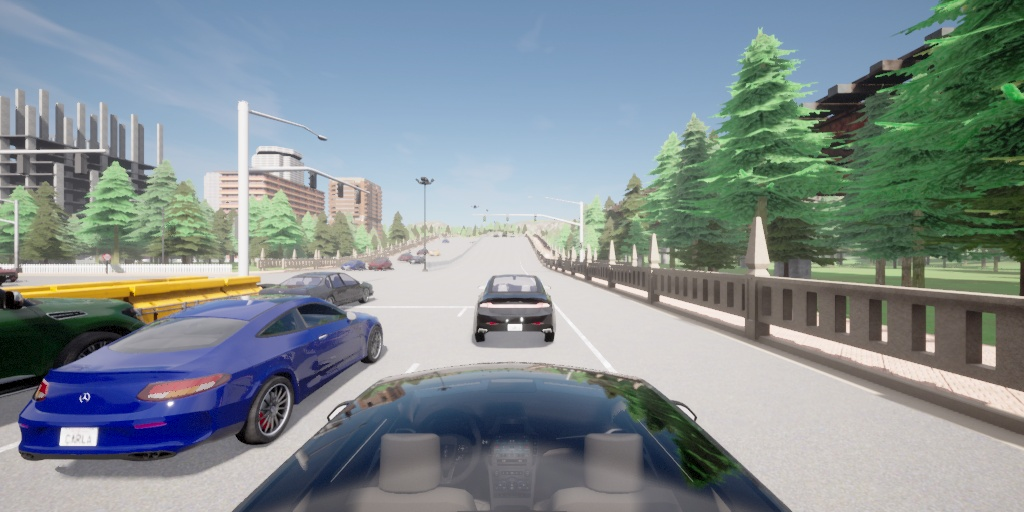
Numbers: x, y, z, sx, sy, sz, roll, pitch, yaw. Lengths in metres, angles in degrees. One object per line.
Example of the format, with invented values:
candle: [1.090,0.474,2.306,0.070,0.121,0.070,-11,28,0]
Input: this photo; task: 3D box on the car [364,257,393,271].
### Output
car: [-17.680,1.219,48.347,1.882,1.535,5.008,0,1,0]

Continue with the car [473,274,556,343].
car: [0.066,1.241,9.723,2.128,1.511,4.902,0,0,0]

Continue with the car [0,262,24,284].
car: [-39.497,1.227,26.327,5.008,1.535,1.882,0,0,2]

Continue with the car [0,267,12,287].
car: [-35.161,1.350,22.662,4.718,1.301,1.895,0,0,2]

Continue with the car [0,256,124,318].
car: [-6.956,0.971,3.397,2.150,2.045,5.566,0,0,1]

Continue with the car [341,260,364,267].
car: [-21.171,1.270,48.082,1.812,1.442,4.674,0,0,0]

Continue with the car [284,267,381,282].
car: [-7.020,1.297,13.436,2.033,1.411,5.357,0,0,0]

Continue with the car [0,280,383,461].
car: [-3.443,1.276,5.161,1.812,1.442,4.674,0,0,0]
